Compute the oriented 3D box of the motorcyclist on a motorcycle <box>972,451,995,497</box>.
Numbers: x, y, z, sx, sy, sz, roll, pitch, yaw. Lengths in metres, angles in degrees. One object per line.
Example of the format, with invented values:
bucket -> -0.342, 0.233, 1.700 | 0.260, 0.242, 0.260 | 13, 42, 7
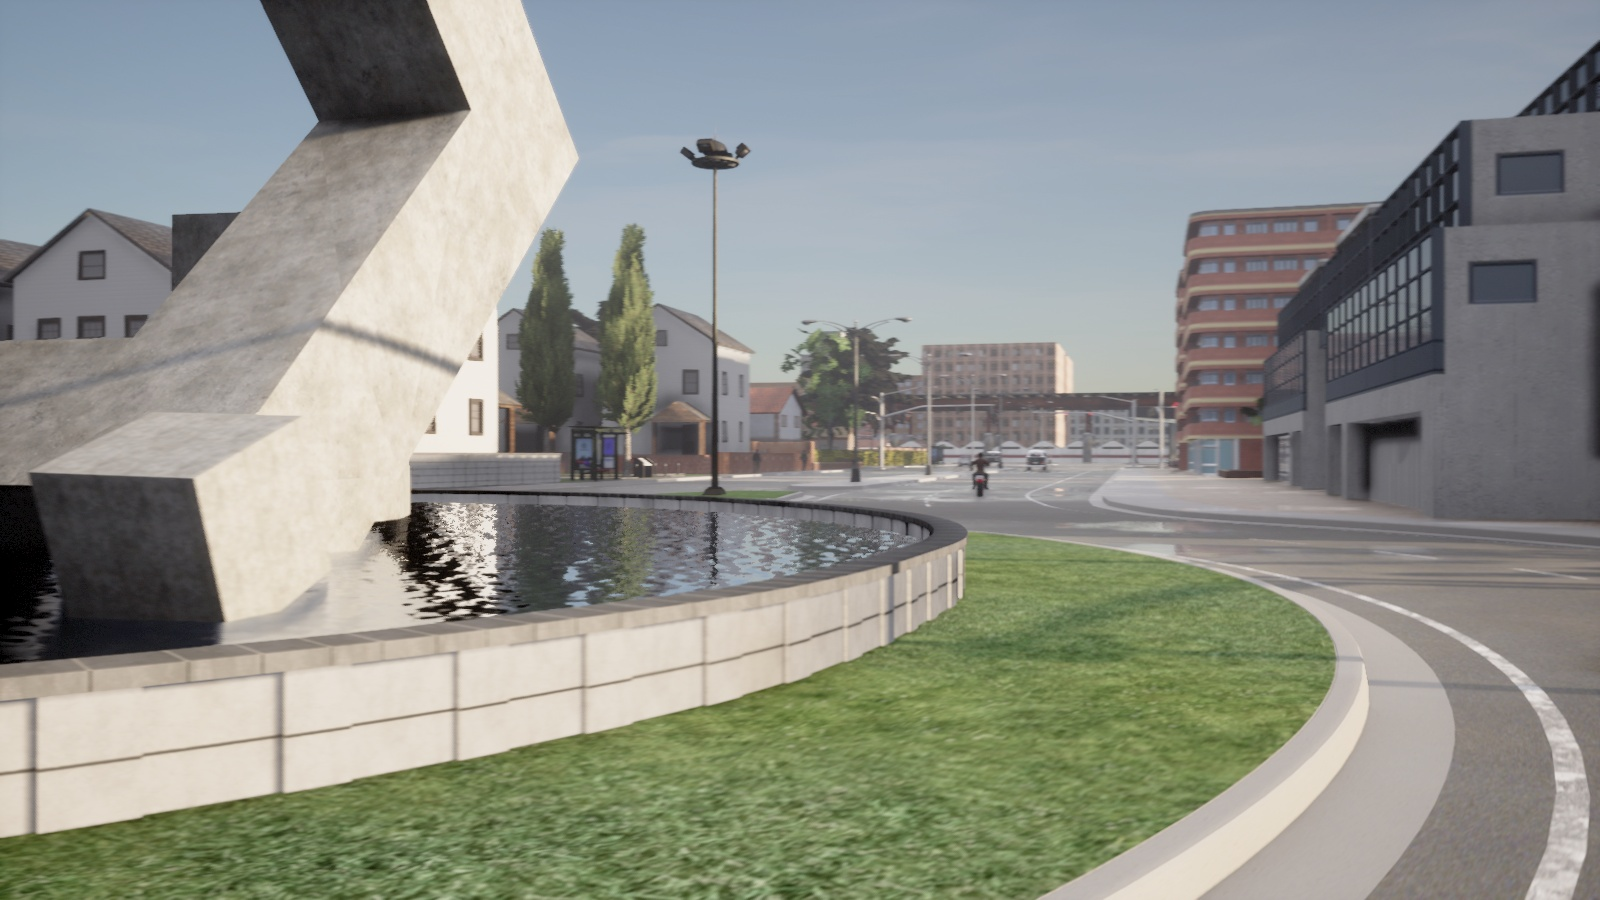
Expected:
motorcyclist on a motorcycle -> 6.734, 0.866, 45.940 | 0.766, 1.649, 2.350 | 0, 0, 10
